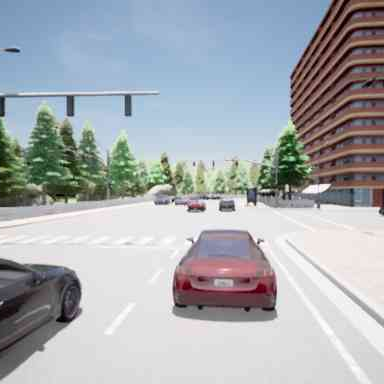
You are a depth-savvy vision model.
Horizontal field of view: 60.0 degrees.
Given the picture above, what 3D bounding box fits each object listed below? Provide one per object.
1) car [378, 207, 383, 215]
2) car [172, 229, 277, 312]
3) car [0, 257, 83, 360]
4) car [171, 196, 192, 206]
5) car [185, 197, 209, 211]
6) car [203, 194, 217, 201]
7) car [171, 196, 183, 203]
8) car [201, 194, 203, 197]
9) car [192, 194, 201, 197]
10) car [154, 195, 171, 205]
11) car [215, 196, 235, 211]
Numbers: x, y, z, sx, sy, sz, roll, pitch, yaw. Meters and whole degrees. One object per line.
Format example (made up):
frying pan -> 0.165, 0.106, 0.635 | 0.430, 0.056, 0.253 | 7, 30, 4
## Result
car -> 19.241, 1.567, 29.993 | 4.181, 1.385, 1.994 | 0, 0, 6
car -> 0.774, 1.551, 7.804 | 1.994, 1.385, 4.181 | 0, 0, 6
car -> -3.134, 1.519, 4.312 | 1.812, 1.442, 4.674 | 0, 0, 7
car -> -1.618, 1.516, 53.085 | 1.895, 1.301, 4.718 | 0, 0, 6
car -> 0.635, 1.556, 39.382 | 1.895, 1.301, 4.718 | 0, 0, 6
car -> 5.263, 1.461, 82.910 | 1.895, 1.301, 4.718 | 0, 0, 29
car -> -3.115, 1.484, 69.988 | 1.895, 1.301, 4.718 | 0, 0, 8
car -> 2.336, 1.363, 84.828 | 1.837, 1.490, 4.892 | 0, 0, 29
car -> 0.206, 1.450, 68.675 | 1.994, 1.385, 4.181 | 0, 0, 7
car -> -4.919, 1.265, 55.082 | 2.097, 1.767, 4.553 | 0, 0, 6
car -> 4.278, 1.443, 40.566 | 2.128, 1.511, 4.902 | 0, 0, 6
